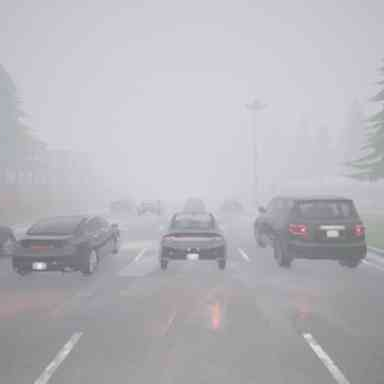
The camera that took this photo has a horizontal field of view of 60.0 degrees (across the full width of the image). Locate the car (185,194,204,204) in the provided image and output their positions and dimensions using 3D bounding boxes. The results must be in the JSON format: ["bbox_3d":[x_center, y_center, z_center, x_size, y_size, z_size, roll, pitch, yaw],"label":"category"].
[{"bbox_3d":[0.249,1.177,32.827,1.994,1.385,4.181,0,1,1],"label":"car"}]

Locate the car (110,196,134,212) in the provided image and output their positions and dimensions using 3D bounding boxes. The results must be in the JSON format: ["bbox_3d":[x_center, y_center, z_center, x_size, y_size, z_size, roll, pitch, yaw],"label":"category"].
[{"bbox_3d":[-6.754,1.140,32.680,1.812,1.442,4.674,0,1,1],"label":"car"}]

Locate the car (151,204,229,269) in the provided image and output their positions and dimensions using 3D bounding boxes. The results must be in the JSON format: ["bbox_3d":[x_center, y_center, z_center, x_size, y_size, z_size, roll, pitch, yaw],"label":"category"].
[{"bbox_3d":[0.048,1.365,10.704,2.128,1.511,4.902,0,1,1],"label":"car"}]

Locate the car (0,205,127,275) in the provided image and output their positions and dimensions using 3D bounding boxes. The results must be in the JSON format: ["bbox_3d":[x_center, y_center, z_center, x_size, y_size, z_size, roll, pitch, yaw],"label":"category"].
[{"bbox_3d":[-3.459,1.388,10.014,1.837,1.490,4.892,0,1,1],"label":"car"}]

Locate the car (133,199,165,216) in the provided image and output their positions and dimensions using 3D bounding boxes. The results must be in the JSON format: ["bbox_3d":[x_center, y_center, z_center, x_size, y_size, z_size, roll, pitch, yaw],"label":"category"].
[{"bbox_3d":[-3.311,1.272,27.852,1.895,1.301,4.718,0,1,1],"label":"car"}]

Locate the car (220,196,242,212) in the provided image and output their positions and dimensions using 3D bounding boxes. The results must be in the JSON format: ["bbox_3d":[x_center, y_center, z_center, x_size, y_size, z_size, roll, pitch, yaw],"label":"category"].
[{"bbox_3d":[3.748,1.140,32.667,1.812,1.442,4.674,0,1,1],"label":"car"}]

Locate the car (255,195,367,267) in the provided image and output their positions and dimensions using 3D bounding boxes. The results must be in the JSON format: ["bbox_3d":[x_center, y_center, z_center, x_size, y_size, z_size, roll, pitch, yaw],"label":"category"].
[{"bbox_3d":[3.549,1.093,11.005,2.150,2.045,5.566,0,1,1],"label":"car"}]
